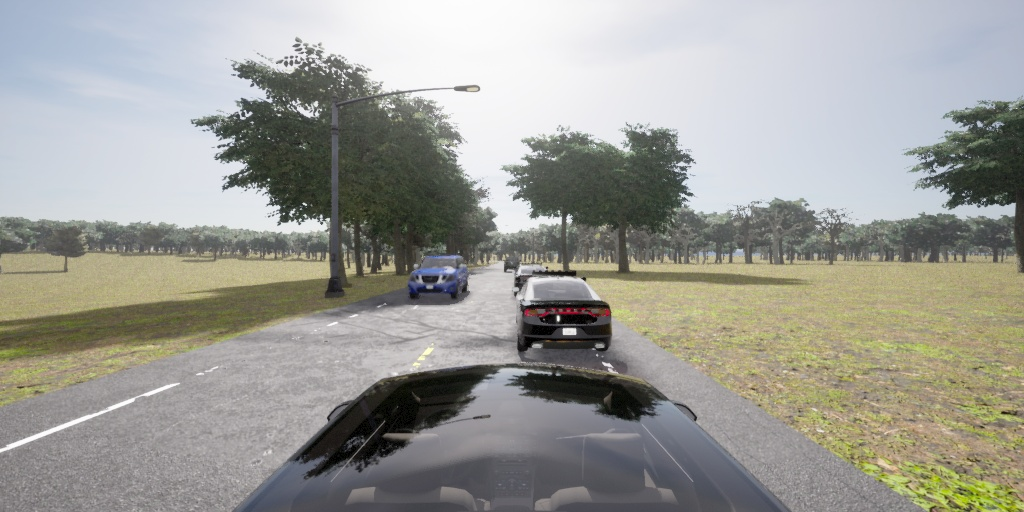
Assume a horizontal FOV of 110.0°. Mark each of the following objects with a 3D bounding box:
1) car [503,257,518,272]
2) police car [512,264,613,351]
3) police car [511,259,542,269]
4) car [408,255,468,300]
[{"bbox_3d":[0.014,1.106,48.479,2.150,2.045,5.566,0,-1,0],"label":"car"},{"bbox_3d":[1.047,1.173,9.117,1.930,1.638,5.238,0,0,0],"label":"police car"},{"bbox_3d":[1.043,1.173,19.119,1.930,1.638,5.238,0,0,0],"label":"police car"},{"bbox_3d":[-3.505,0.968,18.022,2.150,2.045,5.566,0,0,0],"label":"car"}]
